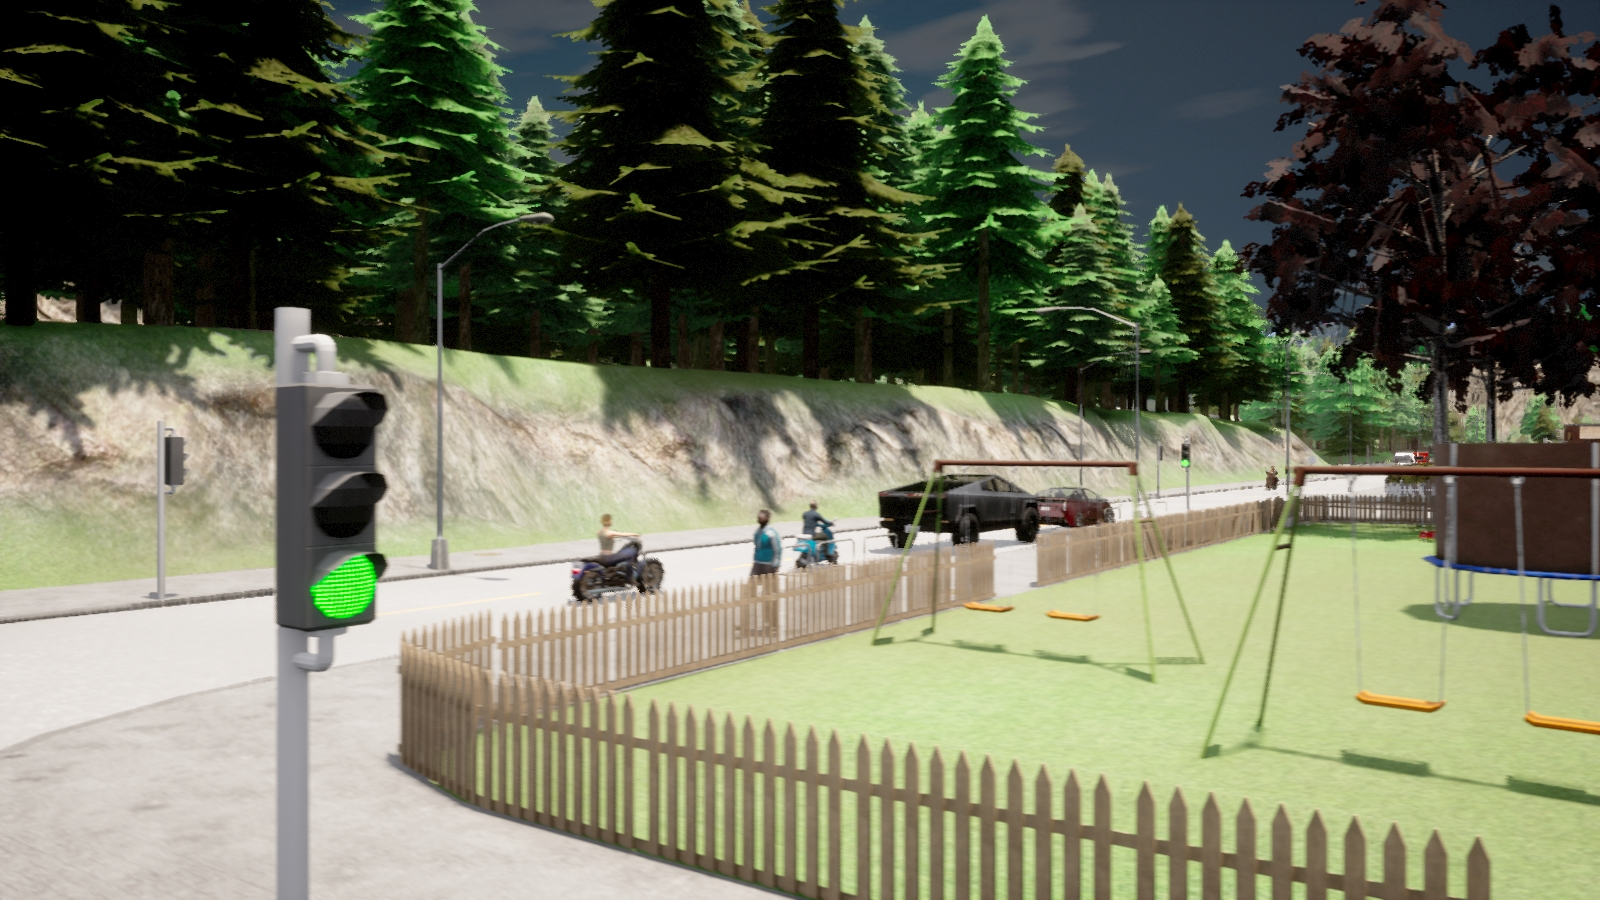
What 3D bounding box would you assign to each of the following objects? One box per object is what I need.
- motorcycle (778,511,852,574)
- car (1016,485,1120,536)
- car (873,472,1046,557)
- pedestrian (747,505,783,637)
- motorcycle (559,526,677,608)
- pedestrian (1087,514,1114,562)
[{"bbox_3d":[0.367,2.141,26.857,0.856,1.316,1.805,0,0,35],"label":"motorcycle"},{"bbox_3d":[9.358,2.039,39.643,2.007,1.525,4.514,0,0,35],"label":"car"},{"bbox_3d":[4.754,1.753,33.044,2.390,2.098,6.274,0,0,35],"label":"car"},{"bbox_3d":[-0.509,1.745,16.574,0.375,1.860,0.375,0,0,36],"label":"pedestrian"},{"bbox_3d":[-3.380,2.154,21.436,0.764,1.307,2.356,0,0,35],"label":"motorcycle"},{"bbox_3d":[7.300,2.125,27.734,0.500,1.100,0.500,0,0,35],"label":"pedestrian"}]
